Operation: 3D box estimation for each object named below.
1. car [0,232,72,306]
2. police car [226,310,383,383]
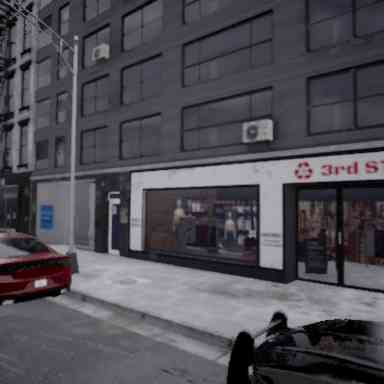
[{"bbox_3d":[-5.031,1.764,8.407,5.008,1.535,1.882,-1,-3,39],"label":"car"},{"bbox_3d":[2.671,1.563,2.204,5.238,1.638,1.930,-1,-3,39],"label":"police car"}]
